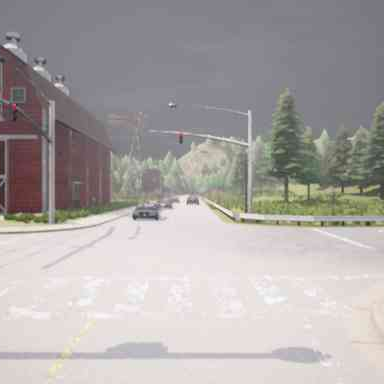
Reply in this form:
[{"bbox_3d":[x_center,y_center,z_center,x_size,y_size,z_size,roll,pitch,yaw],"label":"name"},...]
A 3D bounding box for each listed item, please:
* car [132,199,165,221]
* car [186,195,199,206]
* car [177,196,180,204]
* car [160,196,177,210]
[{"bbox_3d":[-3.537,1.544,26.770,1.994,1.385,4.181,0,0,0],"label":"car"},{"bbox_3d":[0.131,1.311,55.657,2.097,1.767,4.553,0,0,0],"label":"car"},{"bbox_3d":[-3.359,1.478,64.449,1.812,1.442,4.674,0,0,0],"label":"car"},{"bbox_3d":[-3.496,1.459,43.104,2.128,1.511,4.902,0,0,0],"label":"car"}]
